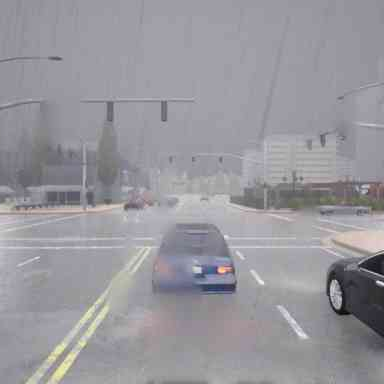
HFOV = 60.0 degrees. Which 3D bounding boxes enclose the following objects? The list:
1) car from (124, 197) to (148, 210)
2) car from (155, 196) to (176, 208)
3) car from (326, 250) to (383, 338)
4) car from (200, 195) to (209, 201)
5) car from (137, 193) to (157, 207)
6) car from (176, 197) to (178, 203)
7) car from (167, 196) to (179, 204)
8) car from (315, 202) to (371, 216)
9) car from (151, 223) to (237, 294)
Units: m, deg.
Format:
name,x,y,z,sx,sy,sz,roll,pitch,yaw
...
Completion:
name,x,y,z,sx,sy,sz,roll,pitch,yaw
car,-7.294,1.601,42.276,1.895,1.301,4.718,0,0,1
car,-3.763,1.601,47.583,1.895,1.301,4.718,0,0,0
car,3.546,1.505,4.662,1.837,1.490,4.892,0,0,0
car,3.207,1.553,84.585,1.994,1.385,4.181,0,0,0
car,-7.271,1.221,52.045,2.150,2.045,5.566,0,0,0
car,-3.781,1.491,56.853,2.128,1.511,4.902,0,0,0
car,-3.760,1.564,66.720,1.994,1.385,4.181,0,0,0
car,14.337,1.601,31.831,4.718,1.301,1.895,0,0,1
car,0.052,1.547,8.906,2.033,1.411,5.357,0,0,0
